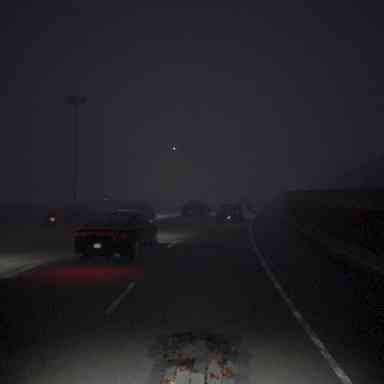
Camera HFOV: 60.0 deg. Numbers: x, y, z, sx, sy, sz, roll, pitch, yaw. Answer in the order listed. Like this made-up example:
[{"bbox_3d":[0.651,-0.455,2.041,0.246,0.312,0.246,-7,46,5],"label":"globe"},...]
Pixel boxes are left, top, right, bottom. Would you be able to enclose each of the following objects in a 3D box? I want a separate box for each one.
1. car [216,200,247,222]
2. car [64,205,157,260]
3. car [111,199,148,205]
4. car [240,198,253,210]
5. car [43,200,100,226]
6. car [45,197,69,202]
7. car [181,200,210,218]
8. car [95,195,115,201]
[{"bbox_3d":[3.195,1.615,26.849,1.895,1.301,4.718,0,0,12],"label":"car"},{"bbox_3d":[-2.623,1.475,12.515,1.882,1.535,5.008,0,0,6],"label":"car"},{"bbox_3d":[-4.207,1.489,25.503,2.128,1.511,4.902,0,0,11],"label":"car"},{"bbox_3d":[6.810,1.552,42.588,1.812,1.442,4.674,0,0,13],"label":"car"},{"bbox_3d":[-8.255,1.514,22.868,1.812,1.442,4.674,0,0,10],"label":"car"},{"bbox_3d":[-20.233,1.518,50.466,2.033,1.411,5.357,0,0,14],"label":"car"},{"bbox_3d":[0.410,1.487,30.441,1.882,1.535,5.008,0,0,12],"label":"car"},{"bbox_3d":[-14.983,1.333,57.412,2.097,1.767,4.553,0,0,13],"label":"car"}]
